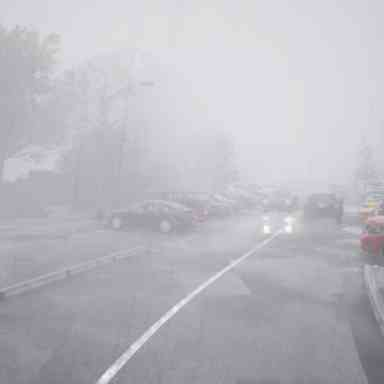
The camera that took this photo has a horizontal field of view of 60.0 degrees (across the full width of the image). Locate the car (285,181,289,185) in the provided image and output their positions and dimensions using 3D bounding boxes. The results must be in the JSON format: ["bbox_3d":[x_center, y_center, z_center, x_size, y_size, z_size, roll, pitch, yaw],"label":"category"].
[{"bbox_3d":[8.674,-0.099,39.620,4.553,1.767,2.185,1,3,26],"label":"car"}]

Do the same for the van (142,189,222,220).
[{"bbox_3d":[-0.808,0.839,19.544,4.442,1.987,1.878,1,2,26],"label":"van"}]

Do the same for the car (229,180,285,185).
[{"bbox_3d":[6.364,0.032,34.670,5.566,2.045,2.435,1,3,26],"label":"car"}]

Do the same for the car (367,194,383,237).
[{"bbox_3d":[10.364,1.043,14.670,4.553,1.767,2.185,1,3,26],"label":"car"}]

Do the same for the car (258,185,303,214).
[{"bbox_3d":[6.736,0.604,25.002,2.097,1.767,4.553,1,3,26],"label":"car"}]

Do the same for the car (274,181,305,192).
[{"bbox_3d":[16.037,-0.890,54.797,4.553,1.767,2.185,1,3,26],"label":"car"}]

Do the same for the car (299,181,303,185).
[{"bbox_3d":[13.567,-0.474,49.800,4.792,1.488,2.163,1,3,26],"label":"car"}]

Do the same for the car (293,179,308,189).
[{"bbox_3d":[14.773,-0.885,52.300,5.566,2.045,2.435,1,3,26],"label":"car"}]

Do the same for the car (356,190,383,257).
[{"bbox_3d":[7.867,1.118,9.463,5.566,2.045,2.435,1,2,26],"label":"car"}]

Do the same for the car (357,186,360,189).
[{"bbox_3d":[18.021,0.387,30.542,4.674,1.452,2.002,1,3,26],"label":"car"}]

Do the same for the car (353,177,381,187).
[{"bbox_3d":[40.564,-2.344,77.374,5.566,2.045,2.435,1,3,26],"label":"car"}]

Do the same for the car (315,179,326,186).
[{"bbox_3d":[24.791,-1.199,62.370,1.837,1.490,4.892,1,3,26],"label":"car"}]

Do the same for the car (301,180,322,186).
[{"bbox_3d":[30.489,-2.307,85.012,4.792,1.488,2.163,1,3,26],"label":"car"}]

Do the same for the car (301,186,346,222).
[{"bbox_3d":[8.401,0.769,21.063,2.097,1.767,4.553,1,3,26],"label":"car"}]

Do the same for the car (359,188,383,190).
[{"bbox_3d":[14.269,0.755,22.713,4.892,1.521,2.231,1,3,26],"label":"car"}]

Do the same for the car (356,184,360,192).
[{"bbox_3d":[19.346,0.243,33.300,4.674,1.452,2.002,1,3,26],"label":"car"}]

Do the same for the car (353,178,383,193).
[{"bbox_3d":[21.859,-0.317,38.451,5.566,2.045,2.435,1,3,26],"label":"car"}]

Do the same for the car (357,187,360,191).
[{"bbox_3d":[16.778,0.514,27.882,4.792,1.488,2.163,1,3,26],"label":"car"}]

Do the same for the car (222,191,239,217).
[{"bbox_3d":[0.293,0.939,22.123,4.892,1.521,2.231,1,3,26],"label":"car"}]

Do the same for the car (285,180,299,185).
[{"bbox_3d":[12.355,-0.498,47.278,4.553,1.767,2.185,1,3,26],"label":"car"}]

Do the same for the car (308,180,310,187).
[{"bbox_3d":[17.193,-0.866,57.343,4.792,1.488,2.163,1,3,26],"label":"car"}]

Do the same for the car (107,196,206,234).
[{"bbox_3d":[-2.120,1.169,17.072,4.892,1.521,2.231,1,2,26],"label":"car"}]

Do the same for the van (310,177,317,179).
[{"bbox_3d":[23.365,-1.775,69.846,4.442,1.987,1.878,1,3,26],"label":"van"}]

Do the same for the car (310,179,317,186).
[{"bbox_3d":[22.004,-1.414,67.277,5.008,1.535,2.097,1,3,26],"label":"car"}]

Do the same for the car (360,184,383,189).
[{"bbox_3d":[15.507,0.497,25.228,4.553,1.767,2.185,1,3,26],"label":"car"}]

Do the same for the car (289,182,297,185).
[{"bbox_3d":[11.202,-0.211,44.742,4.792,1.488,2.163,1,3,26],"label":"car"}]

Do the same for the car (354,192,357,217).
[{"bbox_3d":[11.499,1.031,17.391,5.366,1.575,1.946,1,3,26],"label":"car"}]

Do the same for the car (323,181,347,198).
[{"bbox_3d":[16.458,-0.106,37.852,2.097,1.767,4.553,1,3,26],"label":"car"}]

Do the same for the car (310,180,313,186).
[{"bbox_3d":[19.639,-1.118,62.363,4.674,1.452,2.002,1,3,26],"label":"car"}]

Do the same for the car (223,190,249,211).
[{"bbox_3d":[1.504,0.847,24.635,4.674,1.452,2.002,1,3,26],"label":"car"}]

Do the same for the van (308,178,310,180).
[{"bbox_3d":[18.320,-1.254,59.887,4.442,1.987,1.878,1,3,26],"label":"van"}]

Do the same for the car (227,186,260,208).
[{"bbox_3d":[3.918,0.546,29.667,4.892,1.521,2.231,1,3,26],"label":"car"}]

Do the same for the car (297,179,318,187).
[{"bbox_3d":[26.916,-2.069,77.432,4.553,1.767,2.185,1,3,26],"label":"car"}]
